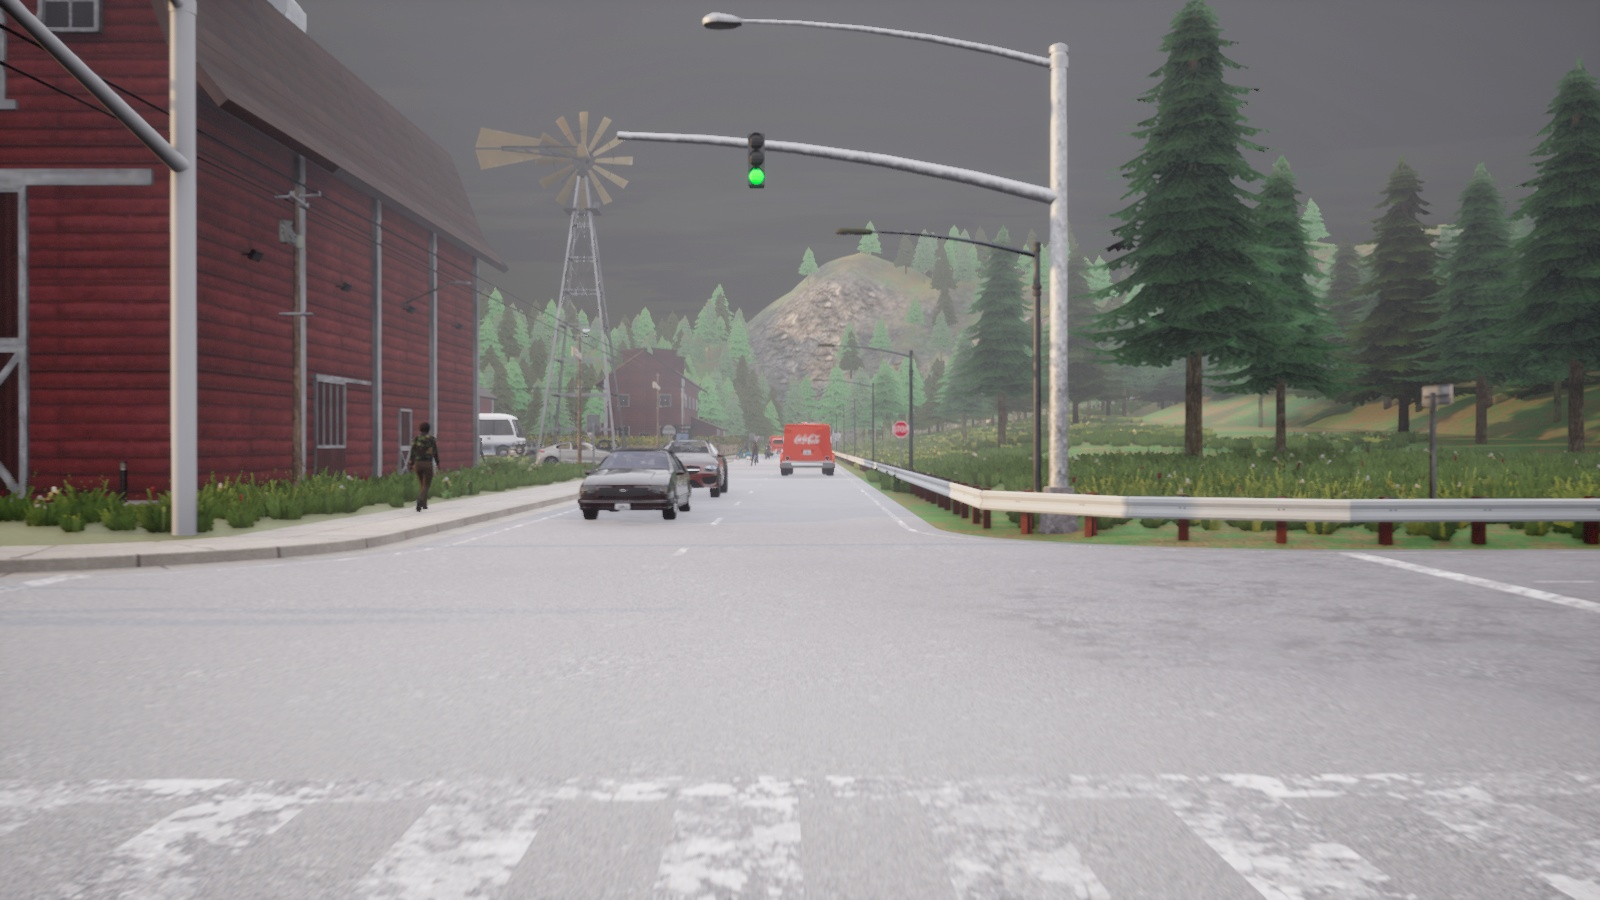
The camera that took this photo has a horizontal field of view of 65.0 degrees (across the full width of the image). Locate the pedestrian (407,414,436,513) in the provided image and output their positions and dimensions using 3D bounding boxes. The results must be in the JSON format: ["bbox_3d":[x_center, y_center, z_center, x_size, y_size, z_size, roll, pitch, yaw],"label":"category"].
[{"bbox_3d":[-7.498,0.266,24.878,0.395,1.930,0.692,0,0,-2],"label":"pedestrian"}]

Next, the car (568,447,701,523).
[{"bbox_3d":[-3.333,0.654,26.302,2.033,1.411,5.357,0,0,0],"label":"car"}]

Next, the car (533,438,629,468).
[{"bbox_3d":[-12.290,0.146,70.574,5.027,1.651,2.152,0,0,-1],"label":"car"}]

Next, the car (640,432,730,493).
[{"bbox_3d":[-3.275,0.330,36.782,2.152,1.651,5.027,0,0,0],"label":"car"}]

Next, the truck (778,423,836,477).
[{"bbox_3d":[0.355,-0.045,59.816,2.627,2.467,5.204,0,1,0],"label":"truck"}]
